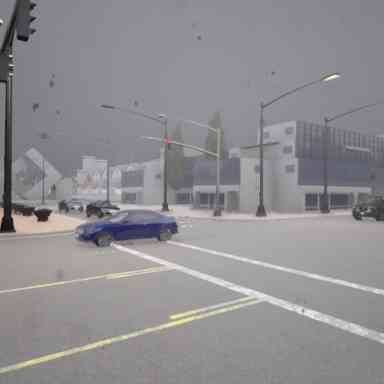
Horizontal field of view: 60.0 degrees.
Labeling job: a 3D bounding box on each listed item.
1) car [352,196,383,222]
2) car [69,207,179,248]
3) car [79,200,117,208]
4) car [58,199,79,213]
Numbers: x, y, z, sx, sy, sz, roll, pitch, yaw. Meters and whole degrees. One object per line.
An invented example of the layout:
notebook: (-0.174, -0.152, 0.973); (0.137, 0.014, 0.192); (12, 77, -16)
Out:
car: (15.931, 1.391, 28.293); (5.566, 2.045, 2.150); (1, 0, -35)
car: (-2.774, 1.535, 14.915); (4.674, 1.442, 1.812); (0, 0, -36)
car: (-7.749, 1.500, 28.899); (2.128, 1.511, 4.902); (1, 0, -35)
car: (-13.651, 1.498, 37.373); (2.128, 1.511, 4.902); (1, 0, -35)
